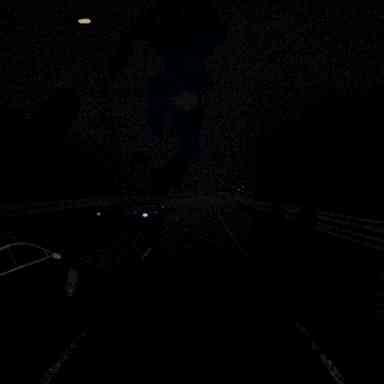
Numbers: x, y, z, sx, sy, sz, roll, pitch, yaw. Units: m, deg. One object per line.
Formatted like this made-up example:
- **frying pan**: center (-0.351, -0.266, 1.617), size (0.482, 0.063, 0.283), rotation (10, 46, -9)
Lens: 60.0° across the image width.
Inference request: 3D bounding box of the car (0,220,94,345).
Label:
- **car**: center (-3.351, 1.464, 5.252), size (2.128, 1.511, 4.902), rotation (0, 0, 0)

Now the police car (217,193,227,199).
- **police car**: center (8.097, 1.102, 92.976), size (1.930, 1.638, 5.238), rotation (0, 0, 9)

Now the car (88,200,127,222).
- **car**: center (-6.339, 1.356, 25.394), size (1.882, 1.535, 5.008), rotation (0, 0, 2)

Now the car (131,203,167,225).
- **car**: center (-2.915, 1.452, 23.298), size (1.994, 1.385, 4.181), rotation (0, 0, 2)
